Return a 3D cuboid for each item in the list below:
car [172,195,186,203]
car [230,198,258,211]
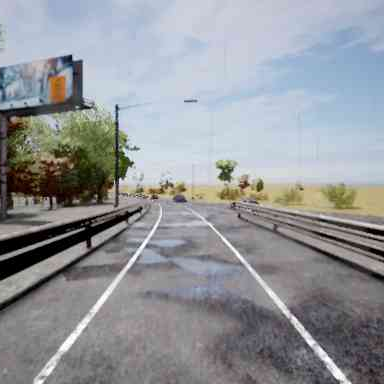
[{"bbox_3d":[-2.809,1.322,70.648,2.097,1.767,4.553,0,0,-16],"label":"car"},{"bbox_3d":[6.043,1.406,38.855,2.128,1.511,4.902,0,0,-16],"label":"car"}]
